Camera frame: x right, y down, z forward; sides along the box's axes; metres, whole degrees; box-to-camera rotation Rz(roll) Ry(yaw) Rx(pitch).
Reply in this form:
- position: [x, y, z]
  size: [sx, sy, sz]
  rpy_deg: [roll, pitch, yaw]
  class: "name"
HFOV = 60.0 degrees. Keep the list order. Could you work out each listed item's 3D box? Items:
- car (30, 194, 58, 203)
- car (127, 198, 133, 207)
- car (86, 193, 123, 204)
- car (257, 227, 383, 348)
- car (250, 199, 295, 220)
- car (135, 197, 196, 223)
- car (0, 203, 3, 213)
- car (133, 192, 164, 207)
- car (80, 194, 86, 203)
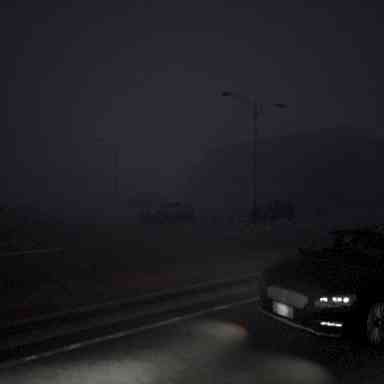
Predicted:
- position: [-25.484, 1.156, 57.386]
  size: [4.514, 1.523, 2.007]
  rpy_deg: [0, 0, -35]
  class: "car"
- position: [-6.374, 0.978, 42.811]
  size: [3.866, 1.878, 1.905]
  rpy_deg: [0, 0, -35]
  class: "car"
- position: [-13.677, 1.027, 53.316]
  size: [5.027, 1.636, 2.152]
  rpy_deg: [0, 0, -35]
  class: "car"
- position: [3.342, 1.479, 6.353]
  size: [4.902, 1.511, 2.128]
  rpy_deg: [0, 0, -35]
  class: "car"
- position: [6.117, 1.320, 25.323]
  size: [3.633, 1.501, 1.845]
  rpy_deg: [0, 0, -35]
  class: "car"
- position: [-1.677, 1.330, 23.535]
  size: [3.806, 1.475, 1.970]
  rpy_deg: [0, 0, -35]
  class: "car"
- position: [-17.548, 1.249, 27.108]
  size: [3.633, 1.501, 1.845]
  rpy_deg: [0, 0, -35]
  class: "car"
- position: [-4.377, 1.004, 40.660]
  size: [4.605, 1.855, 1.932]
  rpy_deg: [0, 0, -35]
  class: "car"
- position: [-17.605, 1.092, 58.401]
  size: [3.806, 1.475, 1.970]
  rpy_deg: [0, 0, -35]
  class: "car"
